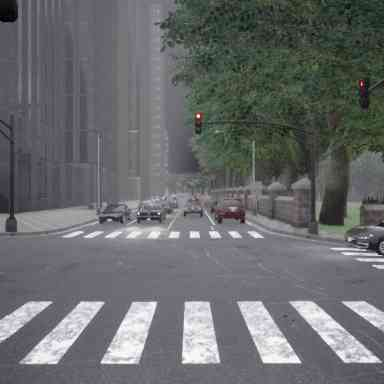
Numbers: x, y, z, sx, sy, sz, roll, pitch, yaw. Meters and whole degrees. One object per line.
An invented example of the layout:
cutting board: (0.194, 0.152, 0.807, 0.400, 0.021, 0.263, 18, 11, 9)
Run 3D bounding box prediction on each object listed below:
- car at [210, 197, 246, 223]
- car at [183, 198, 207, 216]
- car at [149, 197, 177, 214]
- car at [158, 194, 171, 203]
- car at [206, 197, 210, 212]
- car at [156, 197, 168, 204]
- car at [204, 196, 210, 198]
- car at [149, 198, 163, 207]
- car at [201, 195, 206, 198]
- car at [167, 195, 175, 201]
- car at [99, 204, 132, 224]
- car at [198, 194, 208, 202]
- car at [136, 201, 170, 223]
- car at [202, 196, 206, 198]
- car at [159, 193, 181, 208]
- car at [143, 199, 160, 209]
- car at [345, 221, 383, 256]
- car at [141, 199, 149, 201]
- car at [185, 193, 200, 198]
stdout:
car: (2.808, 1.326, 25.211, 2.192, 1.841, 5.009, 0, 0, 0)
car: (0.121, 1.566, 32.798, 2.033, 1.411, 5.357, 0, 0, 1)
car: (-3.030, 1.569, 35.476, 2.033, 1.411, 5.357, 0, 0, 1)
car: (-5.638, 1.374, 68.873, 2.192, 1.841, 5.009, 0, 0, 0)
car: (2.828, 1.588, 36.123, 1.947, 1.339, 4.313, 0, 0, 0)
car: (-5.648, 1.635, 63.416, 1.802, 1.307, 4.206, 0, 0, 0)
car: (2.838, 1.579, 41.579, 2.008, 1.369, 4.403, 0, 0, 0)
car: (-5.668, 1.622, 52.502, 1.802, 1.307, 4.206, 0, 0, 0)
car: (2.857, 1.481, 52.493, 1.967, 1.590, 4.097, 0, 0, 0)
car: (-5.599, 1.533, 90.701, 1.967, 1.590, 4.097, 0, 0, 0)
car: (-5.717, 1.576, 25.217, 1.947, 1.339, 4.313, 0, 0, 0)
car: (2.524, 1.424, 75.837, 2.097, 1.767, 4.553, 0, 0, 0)
car: (-3.053, 1.612, 25.659, 1.895, 1.301, 4.718, 0, 0, 0)
car: (2.847, 1.585, 47.036, 2.008, 1.369, 4.403, 0, 0, 0)
car: (-3.006, 1.385, 45.752, 2.097, 1.767, 4.553, 0, 0, 0)
car: (-5.678, 1.616, 47.045, 1.802, 1.307, 4.206, 0, 0, 0)
car: (8.735, 1.708, 13.305, 4.892, 1.490, 1.837, 1, 0, 0)
car: (-5.688, 1.579, 41.587, 2.008, 1.369, 4.403, 0, 0, 0)
car: (0.209, 1.401, 61.149, 2.097, 1.767, 4.553, 0, 0, 0)
